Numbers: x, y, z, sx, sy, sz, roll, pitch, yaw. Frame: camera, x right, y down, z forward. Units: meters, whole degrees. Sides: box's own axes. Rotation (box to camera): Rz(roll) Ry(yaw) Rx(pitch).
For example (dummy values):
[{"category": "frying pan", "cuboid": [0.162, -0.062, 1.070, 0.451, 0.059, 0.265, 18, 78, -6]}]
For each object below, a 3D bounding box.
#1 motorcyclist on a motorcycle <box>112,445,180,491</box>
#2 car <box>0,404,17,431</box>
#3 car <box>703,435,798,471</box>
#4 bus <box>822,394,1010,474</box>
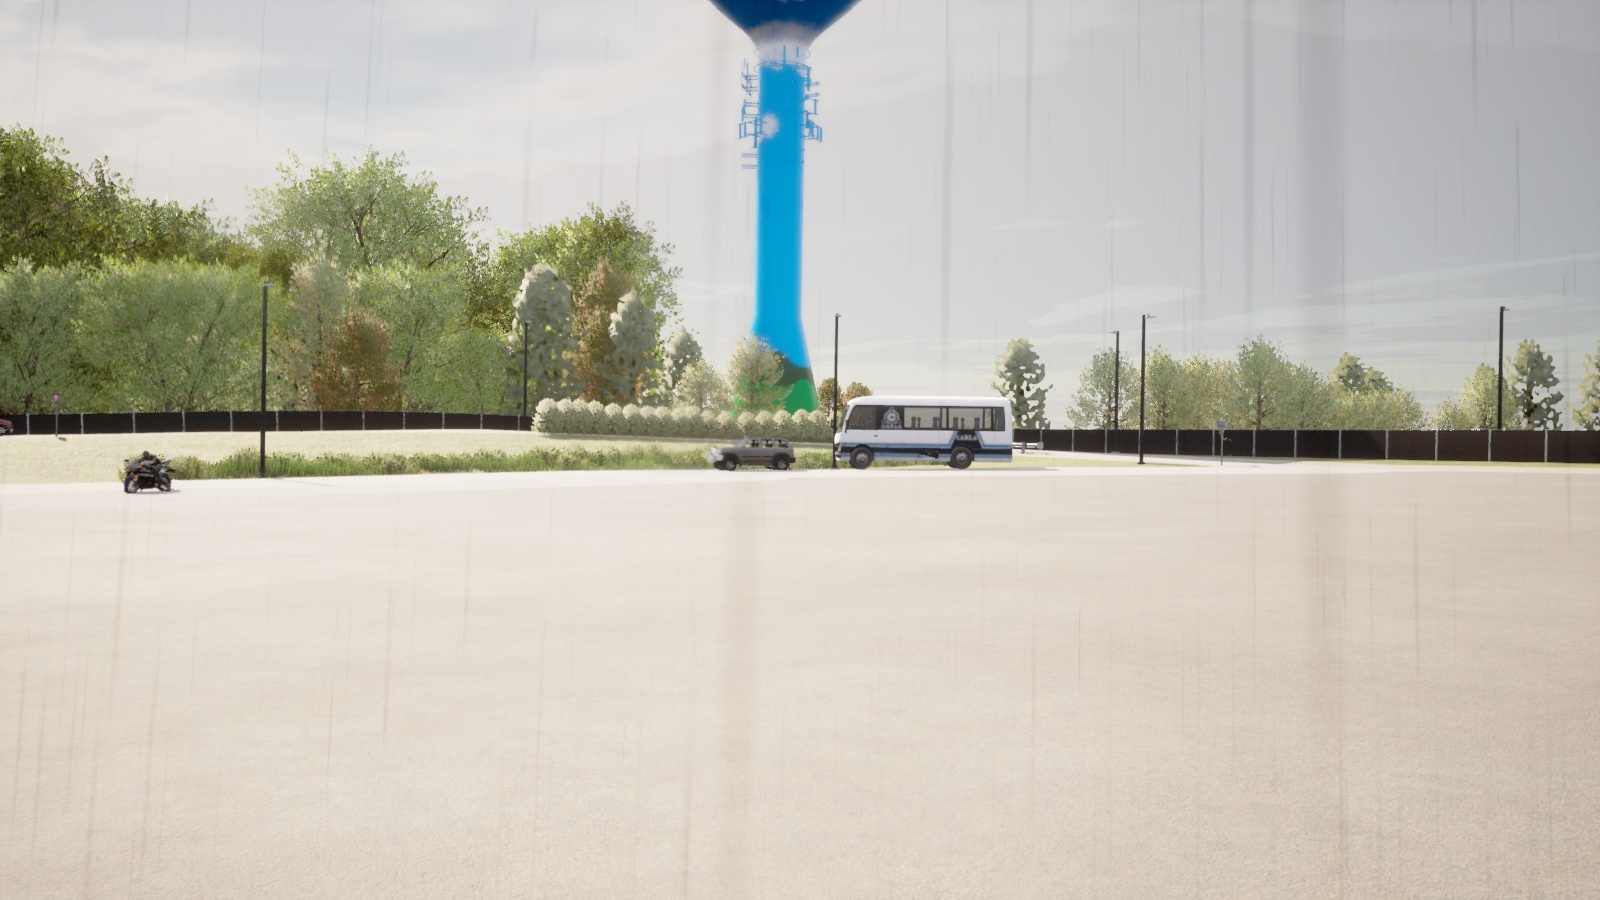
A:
[{"category": "motorcyclist on a motorcycle", "cuboid": [-22.823, 0.608, 43.860, 0.866, 1.530, 2.191, 1, 1, 14]}, {"category": "car", "cuboid": [-47.024, -1.871, 71.802, 3.705, 1.549, 1.789, -1, 2, -37]}, {"category": "car", "cuboid": [-2.617, 0.157, 66.396, 4.605, 1.855, 1.932, 0, 0, -19]}, {"category": "bus", "cuboid": [6.519, -0.919, 72.043, 10.273, 4.253, 3.944, 1, 1, -1]}]
